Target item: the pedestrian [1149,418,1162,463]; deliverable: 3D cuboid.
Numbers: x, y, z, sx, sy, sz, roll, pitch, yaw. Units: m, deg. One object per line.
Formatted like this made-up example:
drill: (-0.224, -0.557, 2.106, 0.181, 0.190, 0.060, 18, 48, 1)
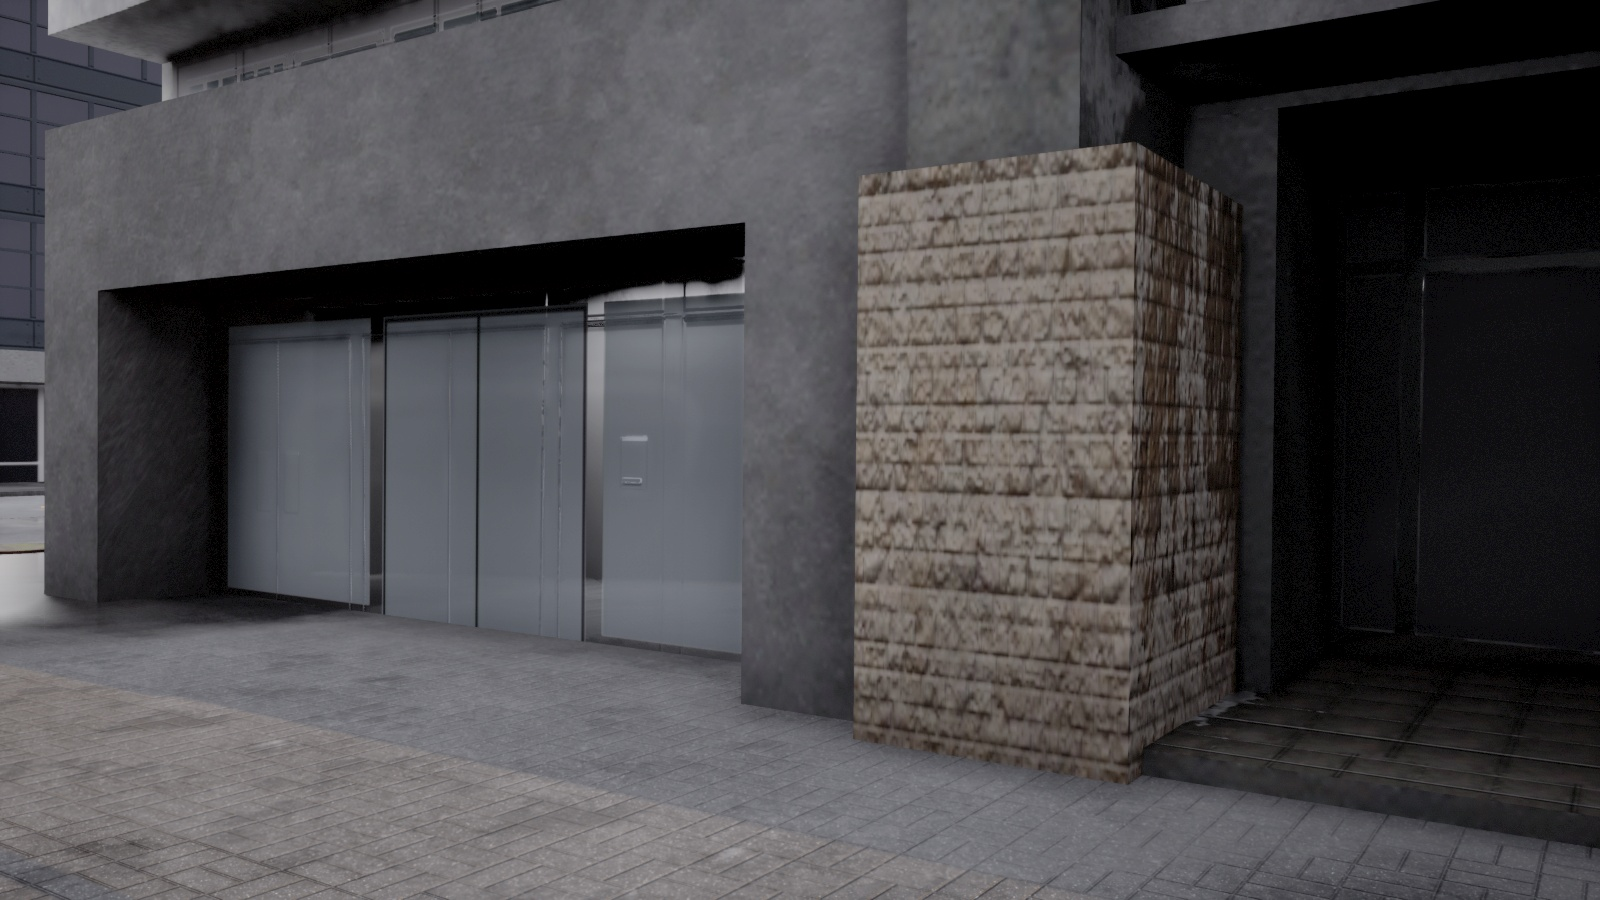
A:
pedestrian: (14.432, -0.385, 50.972, 0.345, 1.836, 0.594, 0, 1, 32)
